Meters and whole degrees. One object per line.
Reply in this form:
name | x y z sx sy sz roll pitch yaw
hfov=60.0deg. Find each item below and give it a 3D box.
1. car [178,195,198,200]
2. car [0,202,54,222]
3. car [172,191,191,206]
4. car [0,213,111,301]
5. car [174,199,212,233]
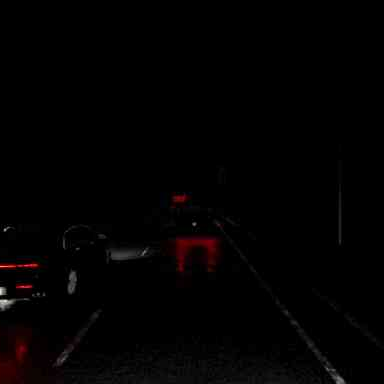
car | 0.056 1.353 32.457 2.128 1.511 4.902 0 1 0
car | -7.042 1.323 13.341 2.097 1.767 4.553 0 0 1
car | -1.483 0.914 49.511 2.150 2.045 5.566 0 1 9
car | -3.399 1.492 8.287 1.837 1.490 4.892 0 0 0
car | 0.118 1.425 19.143 1.882 1.535 5.008 0 0 0
